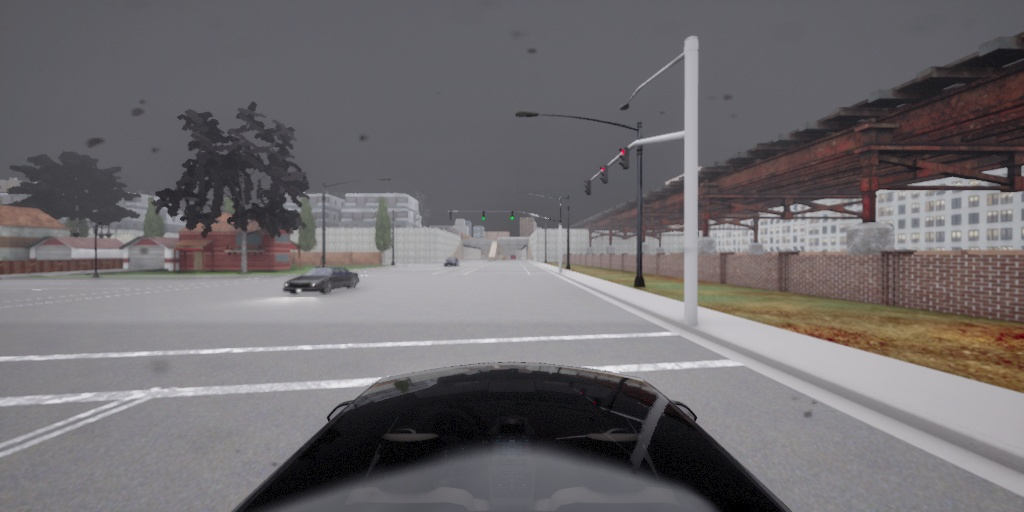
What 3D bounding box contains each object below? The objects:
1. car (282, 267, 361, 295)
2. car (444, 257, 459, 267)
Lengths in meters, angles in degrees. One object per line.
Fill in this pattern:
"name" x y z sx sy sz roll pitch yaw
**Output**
"car" -10.434 1.306 20.203 2.033 1.411 5.357 0 0 0
"car" -10.295 0.981 61.155 2.097 1.767 4.553 0 0 0
